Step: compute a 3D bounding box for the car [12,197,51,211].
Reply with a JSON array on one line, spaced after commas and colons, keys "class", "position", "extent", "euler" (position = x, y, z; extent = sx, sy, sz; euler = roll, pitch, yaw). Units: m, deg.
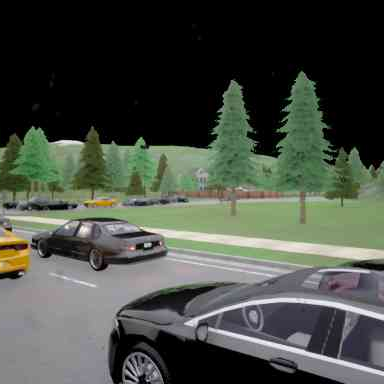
[{"class": "car", "position": [-18.662, 1.352, 40.295], "extent": [2.097, 1.767, 4.553], "euler": [0, 0, 38]}]

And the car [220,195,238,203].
[{"class": "car", "position": [7.525, 1.440, 67.457], "extent": [2.128, 1.511, 4.902], "euler": [0, 0, 38]}]

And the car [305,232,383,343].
[{"class": "car", "position": [4.196, 1.564, 5.194], "extent": [4.181, 1.385, 1.994], "euler": [0, 0, 38]}]

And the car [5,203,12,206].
[{"class": "car", "position": [-21.377, 1.600, 42.504], "extent": [1.895, 1.301, 4.718], "euler": [0, 0, 38]}]

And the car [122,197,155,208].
[{"class": "car", "position": [-7.964, 1.526, 48.102], "extent": [1.812, 1.442, 4.674], "euler": [0, 0, 38]}]

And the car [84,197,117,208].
[{"class": "car", "position": [-13.004, 1.477, 47.413], "extent": [1.882, 1.535, 5.008], "euler": [0, 0, 38]}]

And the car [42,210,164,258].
[{"class": "car", "position": [-3.233, 1.547, 10.949], "extent": [5.357, 1.411, 2.033], "euler": [0, 0, 38]}]

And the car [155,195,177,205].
[{"class": "car", "position": [-5.259, 1.505, 57.145], "extent": [1.837, 1.490, 4.892], "euler": [0, 0, 39]}]

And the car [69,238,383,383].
[{"class": "car", "position": [1.230, 1.492, 3.073], "extent": [4.902, 1.511, 2.128], "euler": [0, 0, 38]}]

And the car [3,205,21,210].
[{"class": "car", "position": [-11.219, 1.547, 17.090], "extent": [5.357, 1.411, 2.033], "euler": [0, 0, 38]}]

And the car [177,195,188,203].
[{"class": "car", "position": [-2.908, 1.351, 65.658], "extent": [2.097, 1.767, 4.553], "euler": [0, 0, 39]}]

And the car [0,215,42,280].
[{"class": "car", "position": [-6.241, 1.478, 8.854], "extent": [5.008, 1.535, 1.882], "euler": [0, 0, 38]}]

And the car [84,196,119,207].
[{"class": "car", "position": [-14.063, 1.491, 51.701], "extent": [2.128, 1.511, 4.902], "euler": [0, 0, 39]}]

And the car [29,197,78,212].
[{"class": "car", "position": [-15.741, 1.601, 38.340], "extent": [1.895, 1.301, 4.718], "euler": [0, 0, 38]}]
